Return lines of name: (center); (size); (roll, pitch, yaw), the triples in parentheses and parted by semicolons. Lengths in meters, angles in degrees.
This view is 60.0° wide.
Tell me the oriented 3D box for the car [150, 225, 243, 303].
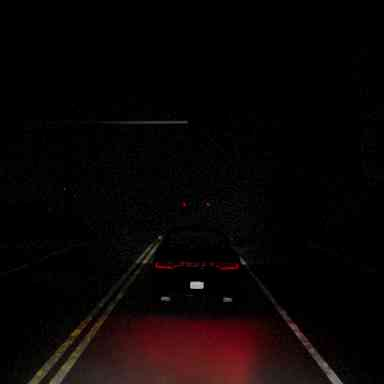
car: (0.097, 1.593, 8.568); (1.882, 1.535, 5.008); (1, -1, 0)
